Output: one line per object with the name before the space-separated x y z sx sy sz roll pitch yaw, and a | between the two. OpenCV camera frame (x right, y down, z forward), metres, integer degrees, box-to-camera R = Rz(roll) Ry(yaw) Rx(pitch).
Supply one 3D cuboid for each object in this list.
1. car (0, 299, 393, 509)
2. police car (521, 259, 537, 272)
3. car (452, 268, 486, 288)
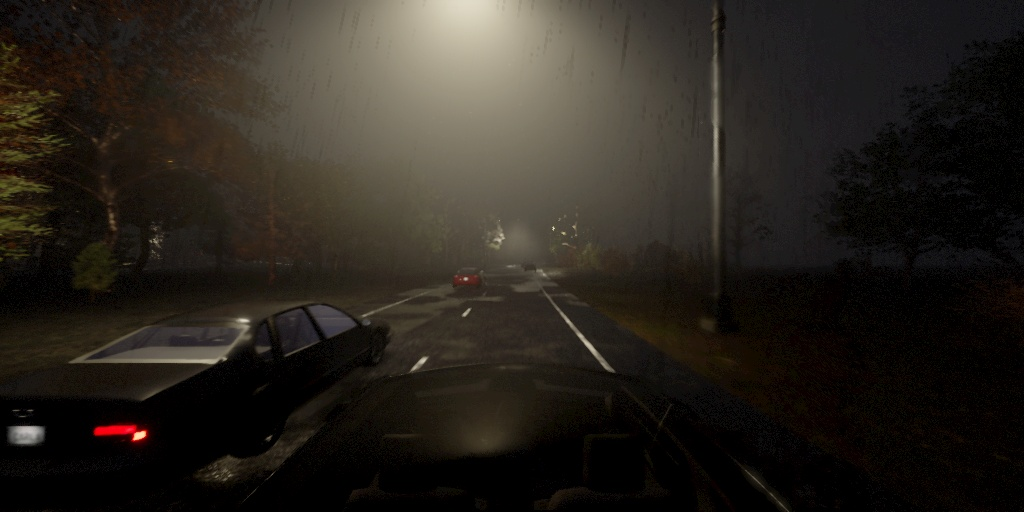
car | -3.391 1.323 5.020 2.033 1.411 5.357 0 -1 0
police car | 2.963 1.696 58.269 1.930 1.638 5.238 0 -1 4
car | -3.066 1.534 26.196 1.994 1.385 4.181 0 -1 1
